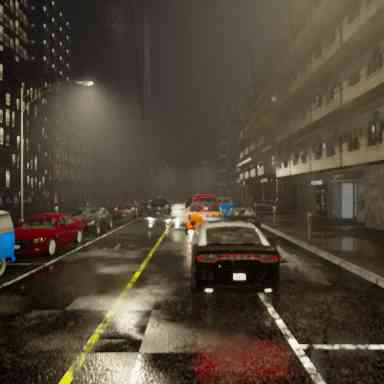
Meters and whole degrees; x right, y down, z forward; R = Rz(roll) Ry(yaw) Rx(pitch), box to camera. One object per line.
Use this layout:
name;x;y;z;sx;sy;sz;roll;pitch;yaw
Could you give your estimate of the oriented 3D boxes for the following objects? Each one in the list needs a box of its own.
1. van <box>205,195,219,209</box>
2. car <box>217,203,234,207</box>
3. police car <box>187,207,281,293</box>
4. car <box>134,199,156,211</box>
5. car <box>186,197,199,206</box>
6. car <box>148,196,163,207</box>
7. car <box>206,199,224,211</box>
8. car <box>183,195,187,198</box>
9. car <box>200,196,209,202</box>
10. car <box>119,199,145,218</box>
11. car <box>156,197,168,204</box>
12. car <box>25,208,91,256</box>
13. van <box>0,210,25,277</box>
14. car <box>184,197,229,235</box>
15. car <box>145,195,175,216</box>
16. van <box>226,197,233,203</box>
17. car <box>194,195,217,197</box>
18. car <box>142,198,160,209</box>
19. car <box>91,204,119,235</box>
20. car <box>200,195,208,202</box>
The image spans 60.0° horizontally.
van;2.747;1.331;46.122;1.690;1.788;3.998;0;0;0
car;2.712;1.539;18.508;2.008;1.369;4.403;0;0;0
police car;0.912;1.419;8.950;1.930;1.638;5.238;0;0;0
car;-5.641;1.539;40.610;2.008;1.369;4.403;0;0;0
car;0.072;1.540;54.431;2.033;1.411;5.357;0;0;0
car;-5.627;1.432;51.657;1.967;1.590;4.097;0;0;0
car;2.740;1.533;40.599;1.887;1.381;4.507;0;0;0
car;0.086;1.494;44.235;1.837;1.490;4.892;0;0;1
car;2.783;1.570;73.737;1.947;1.339;4.313;0;0;0
car;-5.655;1.427;29.566;1.967;1.590;4.097;0;0;0
car;-5.612;1.562;62.702;1.947;1.339;4.313;0;0;0
car;-5.676;1.536;12.996;1.887;1.381;4.507;0;0;0
van;-5.683;1.336;7.473;1.690;1.788;3.998;0;0;0
car;0.681;1.335;18.805;2.097;1.767;4.553;0;0;0
car;-3.051;1.338;31.941;2.097;1.767;4.553;0;0;0
van;2.726;1.328;29.554;1.690;1.788;3.998;0;0;0
car;0.933;1.212;24.871;2.150;2.045;5.566;0;0;0
car;-5.634;1.541;46.133;2.008;1.369;4.403;0;0;0
car;-5.669;1.555;18.519;1.947;1.339;4.313;0;0;0
car;2.790;1.535;79.429;1.752;1.417;4.829;0;0;0
